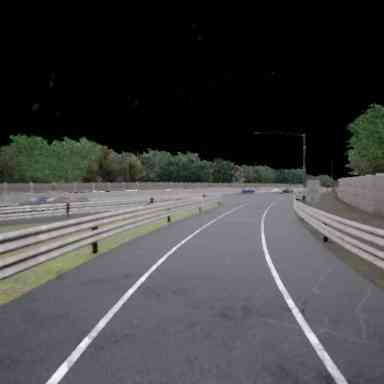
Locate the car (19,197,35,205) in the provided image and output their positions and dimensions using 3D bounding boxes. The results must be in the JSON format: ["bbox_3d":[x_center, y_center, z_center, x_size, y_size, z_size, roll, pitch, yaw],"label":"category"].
[{"bbox_3d":[-17.088,1.206,38.555,2.033,1.411,5.357,1,2,35],"label":"car"}]

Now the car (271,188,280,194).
[{"bbox_3d":[22.807,-0.295,89.623,1.812,1.442,4.674,1,1,35],"label":"car"}]

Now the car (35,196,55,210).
[{"bbox_3d":[-14.219,1.233,36.551,1.812,1.442,4.674,1,2,35],"label":"car"}]

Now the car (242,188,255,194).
[{"bbox_3d":[14.214,-0.200,83.420,1.882,1.535,5.008,1,2,35],"label":"car"}]

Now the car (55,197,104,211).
[{"bbox_3d":[-11.348,1.279,34.550,1.812,1.442,4.674,1,2,35],"label":"car"}]

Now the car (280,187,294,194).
[{"bbox_3d":[25.374,-0.264,87.185,1.837,1.490,4.892,1,1,35],"label":"car"}]
